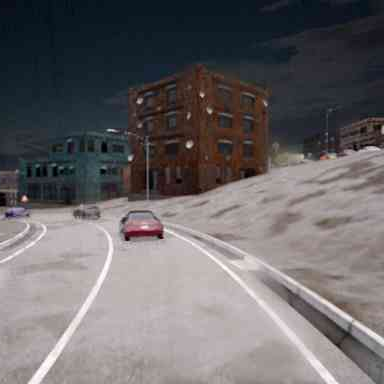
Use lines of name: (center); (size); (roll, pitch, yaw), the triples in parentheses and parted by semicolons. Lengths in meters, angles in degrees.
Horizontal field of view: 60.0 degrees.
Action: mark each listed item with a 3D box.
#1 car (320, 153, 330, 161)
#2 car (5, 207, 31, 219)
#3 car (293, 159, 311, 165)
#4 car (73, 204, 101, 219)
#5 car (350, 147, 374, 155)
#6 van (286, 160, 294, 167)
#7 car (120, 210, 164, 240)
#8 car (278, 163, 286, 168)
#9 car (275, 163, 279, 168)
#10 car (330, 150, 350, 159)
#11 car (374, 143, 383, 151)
car: (21.645, -5.235, 51.837); (2.185, 1.767, 4.553); (0, 1, -1)
car: (-22.218, 2.641, 42.276); (4.674, 1.442, 1.812); (-4, -1, 43)
car: (21.512, -5.350, 62.853); (2.231, 1.521, 4.892); (0, 1, -1)
car: (-11.199, 2.018, 35.124); (2.128, 1.511, 4.902); (-1, -1, -34)
car: (21.781, -4.808, 40.648); (2.002, 1.452, 4.674); (0, 1, -1)
van: (21.446, -5.688, 68.245); (1.878, 1.987, 4.442); (0, 1, -1)
car: (-2.766, 1.664, 17.709); (1.994, 1.385, 4.181); (-1, -1, -15)
car: (21.379, -5.533, 73.891); (2.002, 1.452, 4.674); (0, 1, -1)
car: (21.312, -5.927, 79.372); (2.435, 2.045, 5.566); (0, 1, -1)
car: (21.712, -5.108, 46.319); (2.185, 1.767, 4.553); (0, 1, -1)
car: (21.847, -4.844, 35.153); (2.185, 1.767, 4.553); (0, 1, -1)
